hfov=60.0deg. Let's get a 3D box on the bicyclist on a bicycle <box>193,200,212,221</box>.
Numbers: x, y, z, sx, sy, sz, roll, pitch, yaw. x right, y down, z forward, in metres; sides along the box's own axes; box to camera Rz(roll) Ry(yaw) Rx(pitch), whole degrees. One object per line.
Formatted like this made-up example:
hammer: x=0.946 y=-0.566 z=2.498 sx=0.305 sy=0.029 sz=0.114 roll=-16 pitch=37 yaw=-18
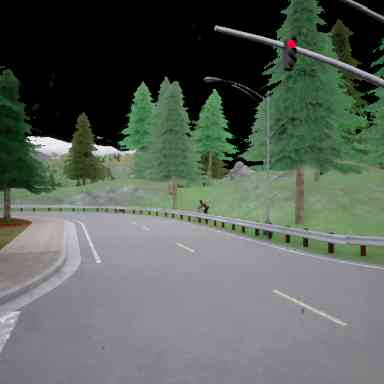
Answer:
bicyclist on a bicycle: x=0.826 y=1.432 z=25.534 sx=1.656 sy=1.620 sz=0.582 roll=-1 pitch=2 yaw=-20
